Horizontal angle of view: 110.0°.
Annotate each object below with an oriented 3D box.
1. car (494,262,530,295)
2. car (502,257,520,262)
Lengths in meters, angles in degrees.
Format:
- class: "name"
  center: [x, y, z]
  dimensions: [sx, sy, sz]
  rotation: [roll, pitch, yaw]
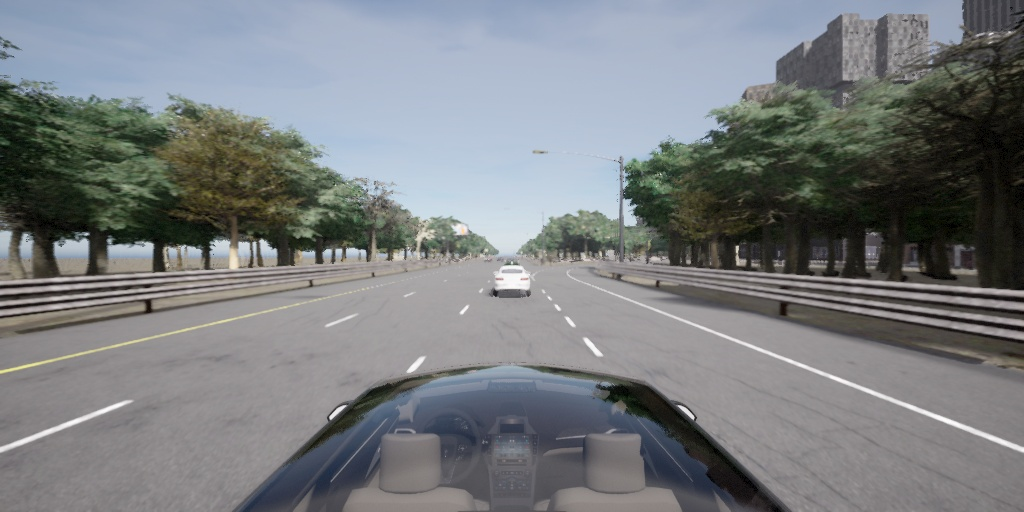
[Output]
- class: "car"
  center: [0.004, 1.243, 19.231]
  dimensions: [1.812, 1.442, 4.674]
  rotation: [0, 0, 0]
- class: "car"
  center: [0.007, 1.011, 49.544]
  dimensions: [2.097, 1.767, 4.553]
  rotation: [0, 0, 0]
